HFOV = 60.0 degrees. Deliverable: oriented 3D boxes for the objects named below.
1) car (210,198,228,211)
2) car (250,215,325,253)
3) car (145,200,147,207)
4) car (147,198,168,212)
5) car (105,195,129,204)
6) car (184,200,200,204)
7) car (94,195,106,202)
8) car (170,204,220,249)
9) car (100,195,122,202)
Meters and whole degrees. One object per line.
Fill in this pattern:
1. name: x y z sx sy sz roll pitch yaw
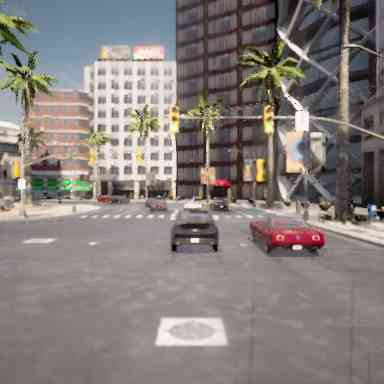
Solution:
1. car: 3.256 1.517 40.701 1.812 1.442 4.674 0 0 -5
2. car: 3.603 1.598 13.571 1.895 1.301 4.718 0 0 0
3. car: -5.715 1.553 49.106 1.994 1.385 4.181 0 0 -19
4. car: -3.910 1.556 39.398 1.994 1.385 4.181 0 0 -4
5. car: -13.528 1.491 61.668 1.837 1.490 4.892 0 0 -44
6. car: -0.027 1.592 38.117 1.895 1.301 4.718 0 0 -3
7. car: -18.370 1.463 69.947 5.008 1.535 1.882 0 0 32
8. car: 0.103 1.501 14.425 1.837 1.490 4.892 0 0 0
9. car: -18.030 1.485 73.811 4.892 1.490 1.837 0 0 28
